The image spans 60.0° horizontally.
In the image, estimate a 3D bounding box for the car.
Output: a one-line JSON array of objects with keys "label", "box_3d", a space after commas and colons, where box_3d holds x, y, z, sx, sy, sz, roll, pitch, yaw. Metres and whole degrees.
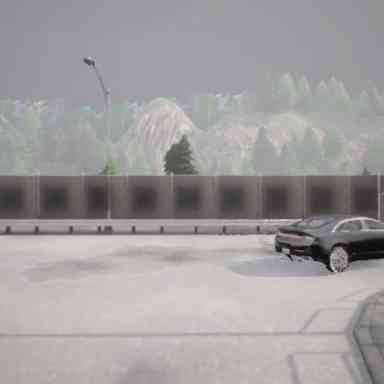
[{"label": "car", "box_3d": [4.899, 1.440, 10.300, 4.902, 1.511, 2.128, 0, -1, -22]}]
